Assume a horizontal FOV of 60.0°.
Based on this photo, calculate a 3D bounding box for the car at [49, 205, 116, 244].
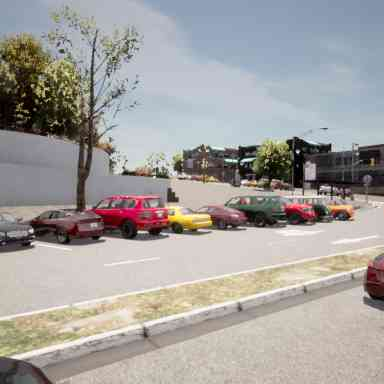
[{"bbox_3d":[-6.195,1.524,15.816,4.792,1.488,2.163,-1,-1,35],"label":"car"}]

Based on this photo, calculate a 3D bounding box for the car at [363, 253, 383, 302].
[{"bbox_3d":[5.558,1.574,7.103,4.181,1.385,1.994,0,0,-34],"label":"car"}]

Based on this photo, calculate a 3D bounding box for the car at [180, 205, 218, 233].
[{"bbox_3d":[-1.430,1.503,19.389,5.366,1.575,1.946,-1,-1,35],"label":"car"}]

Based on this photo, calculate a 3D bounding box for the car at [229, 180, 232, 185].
[{"bbox_3d":[10.414,-2.316,78.599,2.002,1.452,4.674,7,3,35],"label":"car"}]

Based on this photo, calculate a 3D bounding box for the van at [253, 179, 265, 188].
[{"bbox_3d":[15.563,-1.763,71.085,1.878,1.987,4.442,7,4,35],"label":"van"}]

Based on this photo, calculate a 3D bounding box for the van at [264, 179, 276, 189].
[{"bbox_3d":[17.292,-1.490,68.614,1.878,1.987,4.442,7,4,35],"label":"van"}]

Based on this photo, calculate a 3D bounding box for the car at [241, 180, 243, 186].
[{"bbox_3d":[12.157,-2.042,76.137,2.002,1.452,4.674,7,4,35],"label":"car"}]

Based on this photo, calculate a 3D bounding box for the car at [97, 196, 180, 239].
[{"bbox_3d":[-3.750,1.248,17.562,5.566,2.045,2.435,-1,-1,35],"label":"car"}]

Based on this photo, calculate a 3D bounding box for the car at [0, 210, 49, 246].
[{"bbox_3d":[-8.615,1.493,14.070,4.892,1.521,2.231,-1,-1,35],"label":"car"}]

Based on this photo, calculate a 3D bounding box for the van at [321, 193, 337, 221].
[{"bbox_3d":[8.655,1.297,26.150,4.442,1.987,1.878,-1,-1,35],"label":"van"}]

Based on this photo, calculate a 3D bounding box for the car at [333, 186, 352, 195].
[{"bbox_3d":[25.953,0.137,56.394,2.002,1.452,4.674,7,3,35],"label":"car"}]

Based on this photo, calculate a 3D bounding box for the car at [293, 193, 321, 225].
[{"bbox_3d":[6.117,1.267,24.480,5.566,2.045,2.435,-1,-1,35],"label":"car"}]

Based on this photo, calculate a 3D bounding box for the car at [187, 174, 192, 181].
[{"bbox_3d":[1.663,-3.849,90.834,2.185,1.767,4.553,6,3,34],"label":"car"}]

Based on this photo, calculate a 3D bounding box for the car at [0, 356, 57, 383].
[{"bbox_3d":[-2.882,1.504,1.076,4.892,1.490,1.837,0,0,-35],"label":"car"}]

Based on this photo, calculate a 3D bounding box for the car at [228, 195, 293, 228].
[{"bbox_3d":[3.603,1.263,22.775,5.566,2.045,2.435,-1,-1,35],"label":"car"}]

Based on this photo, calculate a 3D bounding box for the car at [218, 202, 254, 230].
[{"bbox_3d":[1.176,1.549,21.017,4.674,1.452,2.002,-1,-1,35],"label":"car"}]

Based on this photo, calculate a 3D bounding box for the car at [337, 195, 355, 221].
[{"bbox_3d":[11.064,1.404,27.900,4.553,1.767,2.185,-1,-1,35],"label":"car"}]

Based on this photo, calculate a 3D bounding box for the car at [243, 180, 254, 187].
[{"bbox_3d":[13.988,-1.811,73.816,1.946,1.575,5.366,7,3,35],"label":"car"}]

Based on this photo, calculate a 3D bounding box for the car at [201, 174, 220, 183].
[{"bbox_3d":[5.309,-3.175,86.109,1.946,1.575,5.366,7,3,34],"label":"car"}]

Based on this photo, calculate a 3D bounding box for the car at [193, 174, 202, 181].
[{"bbox_3d":[3.457,-3.698,88.368,2.435,2.045,5.566,7,3,34],"label":"car"}]

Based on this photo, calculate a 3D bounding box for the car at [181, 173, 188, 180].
[{"bbox_3d":[-0.067,-4.084,93.304,2.185,1.767,4.553,4,1,33],"label":"car"}]

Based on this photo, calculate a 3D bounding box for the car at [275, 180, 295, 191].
[{"bbox_3d":[19.052,-0.991,66.251,2.231,1.521,4.892,7,3,35],"label":"car"}]

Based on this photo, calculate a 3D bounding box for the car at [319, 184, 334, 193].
[{"bbox_3d":[24.262,-0.425,58.866,2.435,2.045,5.566,7,3,35],"label":"car"}]
